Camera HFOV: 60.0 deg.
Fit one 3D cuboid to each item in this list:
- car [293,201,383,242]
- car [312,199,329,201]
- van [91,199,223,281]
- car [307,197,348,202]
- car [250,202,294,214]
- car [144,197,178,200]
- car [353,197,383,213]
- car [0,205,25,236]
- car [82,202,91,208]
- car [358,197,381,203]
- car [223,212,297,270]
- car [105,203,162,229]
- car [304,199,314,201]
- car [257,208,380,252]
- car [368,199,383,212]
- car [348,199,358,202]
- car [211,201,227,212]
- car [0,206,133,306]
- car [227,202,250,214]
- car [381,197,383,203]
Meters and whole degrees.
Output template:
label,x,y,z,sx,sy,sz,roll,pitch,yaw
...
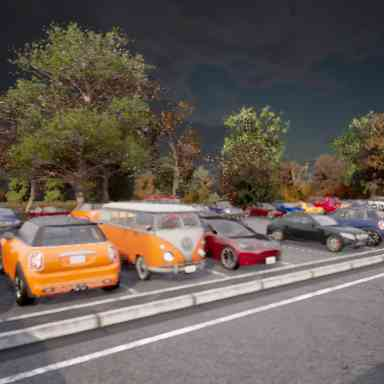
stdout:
label,x,y,z,sx,sy,sz,roll,pitch,yaw
car,7.780,1.548,16.639,2.185,1.767,4.553,1,0,-35
car,11.351,1.793,35.455,1.946,1.575,5.366,1,0,-35
van,-1.308,1.340,10.102,1.878,1.987,4.442,1,0,-35
car,13.716,1.569,36.936,2.435,2.045,5.566,1,0,-35
car,7.029,1.778,32.133,2.163,1.488,4.792,1,0,-35
car,-2.061,1.395,25.702,2.435,2.045,5.566,1,0,-35
car,25.184,1.691,45.052,2.435,2.045,5.566,1,0,-35
car,-11.175,1.577,19.291,2.002,1.452,4.674,1,0,-35
car,-6.608,1.468,22.480,2.185,1.767,4.553,1,0,-35
car,20.533,1.768,41.764,2.185,1.767,4.553,1,0,-35
car,0.963,1.623,11.817,2.163,1.488,4.792,1,0,-35
car,-4.357,1.620,24.118,2.097,1.535,5.008,1,0,-35
car,9.284,1.773,33.771,2.097,1.535,5.008,1,0,-35
car,5.488,1.687,15.058,2.002,1.452,4.674,1,0,-35
car,27.492,1.841,46.611,2.185,1.767,4.553,1,0,-35
car,16.125,1.720,38.567,2.185,1.767,4.553,1,0,-35
car,0.189,1.674,27.337,2.231,1.521,4.892,1,0,-35
car,-3.579,1.412,8.601,2.185,1.767,4.553,1,0,-35
car,2.450,1.573,28.967,2.185,1.767,4.553,1,0,-35
car,22.806,1.792,43.372,2.185,1.767,4.553,1,0,-35
